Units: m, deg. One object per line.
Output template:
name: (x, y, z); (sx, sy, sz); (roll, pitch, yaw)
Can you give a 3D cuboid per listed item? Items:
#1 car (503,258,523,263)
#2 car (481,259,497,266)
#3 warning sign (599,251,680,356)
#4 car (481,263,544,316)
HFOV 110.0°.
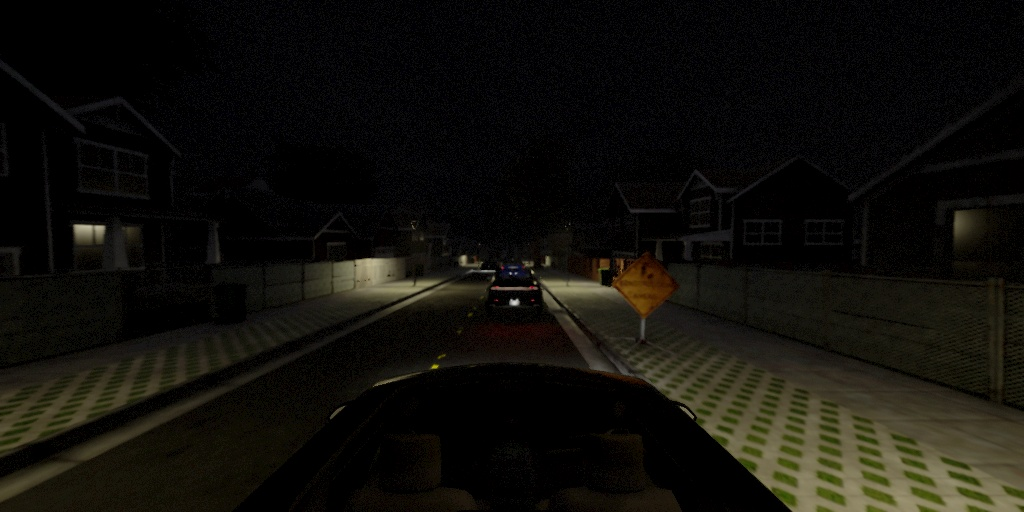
car: (0.090, 0.947, 29.051); (2.097, 1.767, 4.553); (0, 0, 0)
car: (-2.826, 1.080, 45.362); (1.994, 1.385, 4.181); (0, 0, 0)
warning sign: (2.519, 0.833, 6.984); (1.300, 1.860, 1.060); (0, 0, 0)
car: (0.083, 1.172, 13.099); (2.128, 1.511, 4.902); (0, 0, 0)
